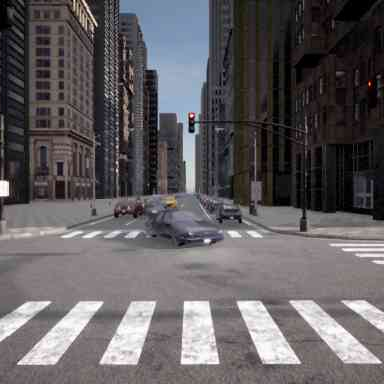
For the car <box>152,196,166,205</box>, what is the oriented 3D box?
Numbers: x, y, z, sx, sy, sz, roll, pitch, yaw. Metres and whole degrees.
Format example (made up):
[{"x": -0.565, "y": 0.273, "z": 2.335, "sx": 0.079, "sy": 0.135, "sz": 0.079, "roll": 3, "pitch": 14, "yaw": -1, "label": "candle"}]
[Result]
[{"x": -5.805, "y": 1.452, "z": 58.949, "sx": 1.967, "sy": 1.590, "sz": 4.097, "roll": 0, "pitch": 0, "yaw": 0, "label": "car"}]

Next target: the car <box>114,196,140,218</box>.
[{"x": -5.786, "y": 1.317, "z": 30.746, "sx": 2.192, "sy": 1.841, "sz": 5.009, "roll": 0, "pitch": 0, "yaw": 0, "label": "car"}]

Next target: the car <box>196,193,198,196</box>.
[{"x": 2.701, "y": 1.561, "z": 87.337, "sx": 1.752, "sy": 1.417, "sz": 4.829, "roll": 0, "pitch": 0, "yaw": 0, "label": "car"}]

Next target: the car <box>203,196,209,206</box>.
[{"x": 2.732, "y": 1.550, "z": 42.042, "sx": 1.887, "sy": 1.381, "sz": 4.507, "roll": 0, "pitch": 0, "yaw": 0, "label": "car"}]

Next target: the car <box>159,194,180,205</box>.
[{"x": -3.119, "y": 1.484, "z": 46.486, "sx": 1.882, "sy": 1.535, "sz": 5.008, "roll": 0, "pitch": 0, "yaw": 0, "label": "car"}]

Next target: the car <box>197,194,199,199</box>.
[{"x": 2.709, "y": 1.569, "z": 75.885, "sx": 1.887, "sy": 1.381, "sz": 4.507, "roll": 0, "pitch": 0, "yaw": 0, "label": "car"}]

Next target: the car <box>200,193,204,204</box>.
[{"x": 2.724, "y": 1.449, "z": 53.323, "sx": 1.967, "sy": 1.590, "sz": 4.097, "roll": 0, "pitch": 0, "yaw": 0, "label": "car"}]

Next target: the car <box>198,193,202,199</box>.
[{"x": 2.716, "y": 1.456, "z": 64.604, "sx": 1.967, "sy": 1.590, "sz": 4.097, "roll": 0, "pitch": 0, "yaw": 0, "label": "car"}]

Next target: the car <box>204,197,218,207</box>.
[{"x": 2.736, "y": 1.554, "z": 36.402, "sx": 2.008, "sy": 1.369, "sz": 4.403, "roll": 0, "pitch": 0, "yaw": 0, "label": "car"}]

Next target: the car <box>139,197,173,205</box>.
[{"x": -3.120, "y": 1.494, "z": 30.009, "sx": 2.128, "sy": 1.511, "sz": 4.902, "roll": 0, "pitch": 0, "yaw": 0, "label": "car"}]

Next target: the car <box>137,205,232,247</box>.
[{"x": -0.625, "y": 1.541, "z": 15.512, "sx": 2.033, "sy": 1.411, "sz": 5.357, "roll": 0, "pitch": 0, "yaw": -28, "label": "car"}]

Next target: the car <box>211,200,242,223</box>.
[{"x": 2.743, "y": 1.552, "z": 25.120, "sx": 2.008, "sy": 1.369, "sz": 4.403, "roll": 0, "pitch": 0, "yaw": 0, "label": "car"}]

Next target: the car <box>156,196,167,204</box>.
[{"x": -5.809, "y": 1.541, "z": 64.420, "sx": 1.752, "sy": 1.417, "sz": 4.829, "roll": 0, "pitch": 0, "yaw": 0, "label": "car"}]
